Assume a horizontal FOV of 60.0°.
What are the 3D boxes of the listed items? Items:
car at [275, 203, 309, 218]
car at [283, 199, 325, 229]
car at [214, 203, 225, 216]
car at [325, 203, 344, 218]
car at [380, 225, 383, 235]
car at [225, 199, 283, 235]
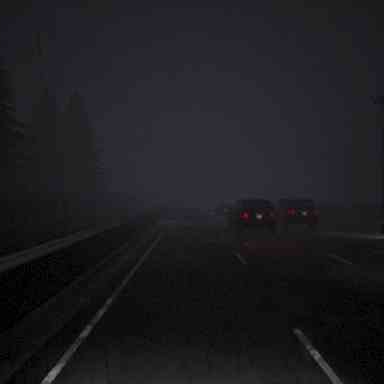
[{"bbox_3d":[10.616,1.940,35.636,2.033,1.411,5.357,0,-1,0],"label":"car"},{"bbox_3d":[7.110,1.483,23.659,2.150,2.045,5.566,0,-1,0],"label":"car"},{"bbox_3d":[3.619,1.986,38.433,1.994,1.385,4.181,0,-1,0],"label":"car"},{"bbox_3d":[14.116,1.865,35.061,1.882,1.535,5.008,0,-1,0],"label":"car"},{"bbox_3d":[10.606,1.711,14.703,2.033,1.411,5.357,0,-1,0],"label":"car"},{"bbox_3d":[3.597,1.447,20.488,2.150,2.045,5.566,0,-1,0],"label":"car"}]
